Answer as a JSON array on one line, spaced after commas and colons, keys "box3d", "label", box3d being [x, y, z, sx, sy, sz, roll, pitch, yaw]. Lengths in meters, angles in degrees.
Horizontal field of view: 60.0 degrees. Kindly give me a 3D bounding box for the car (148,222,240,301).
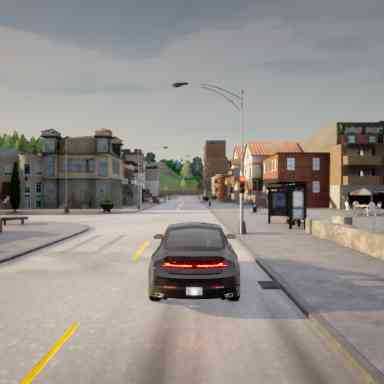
[{"box3d": [0.062, 1.505, 8.294, 1.837, 1.490, 4.892, 0, 0, 1], "label": "car"}]
